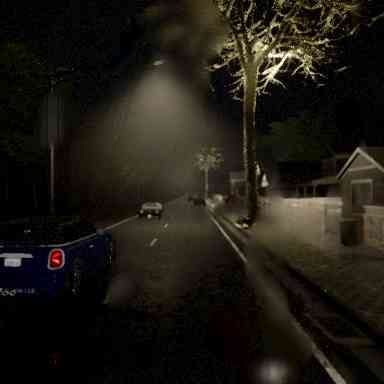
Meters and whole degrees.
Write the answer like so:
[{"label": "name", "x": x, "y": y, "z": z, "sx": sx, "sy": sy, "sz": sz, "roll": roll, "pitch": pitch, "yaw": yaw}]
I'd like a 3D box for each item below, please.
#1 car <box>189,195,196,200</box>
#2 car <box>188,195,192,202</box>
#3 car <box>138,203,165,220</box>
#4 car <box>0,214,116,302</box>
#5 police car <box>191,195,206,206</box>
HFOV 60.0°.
[{"label": "car", "x": 0.103, "y": 1.531, "z": 89.684, "sx": 1.994, "sy": 1.385, "sz": 4.181, "roll": 0, "pitch": 0, "yaw": 0}, {"label": "car", "x": 0.085, "y": 1.463, "z": 73.793, "sx": 1.837, "sy": 1.490, "sz": 4.892, "roll": 0, "pitch": 0, "yaw": 0}, {"label": "car", "x": -3.366, "y": 1.621, "z": 28.685, "sx": 1.895, "sy": 1.301, "sz": 4.718, "roll": 0, "pitch": 0, "yaw": 0}, {"label": "car", "x": -3.390, "y": 1.356, "z": 8.438, "sx": 2.097, "sy": 1.767, "sz": 4.553, "roll": 0, "pitch": 0, "yaw": 0}, {"label": "police car", "x": 1.288, "y": 1.482, "z": 55.259, "sx": 1.930, "sy": 1.638, "sz": 5.238, "roll": 0, "pitch": 0, "yaw": 0}]
